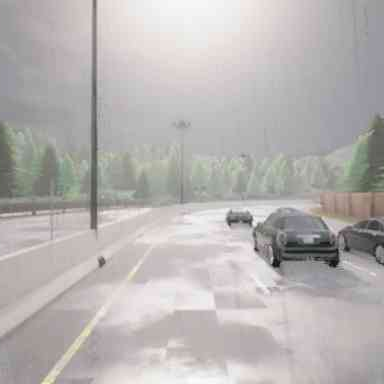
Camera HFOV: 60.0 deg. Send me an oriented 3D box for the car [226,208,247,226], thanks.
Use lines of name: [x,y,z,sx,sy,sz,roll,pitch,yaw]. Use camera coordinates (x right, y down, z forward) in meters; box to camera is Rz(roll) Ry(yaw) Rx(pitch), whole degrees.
car: [3.712,1.953,26.672,1.895,1.301,4.718,0,-1,3]

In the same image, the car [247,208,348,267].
car: [3.547,1.513,12.211,2.097,1.767,4.553,0,-1,0]

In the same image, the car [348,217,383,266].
car: [7.047,1.666,12.196,1.837,1.490,4.892,0,-1,0]

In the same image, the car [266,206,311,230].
car: [7.114,1.879,25.110,2.033,1.411,5.357,0,-1,3]

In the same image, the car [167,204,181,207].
car: [-3.188,2.374,61.422,1.994,1.385,4.181,0,-1,21]
